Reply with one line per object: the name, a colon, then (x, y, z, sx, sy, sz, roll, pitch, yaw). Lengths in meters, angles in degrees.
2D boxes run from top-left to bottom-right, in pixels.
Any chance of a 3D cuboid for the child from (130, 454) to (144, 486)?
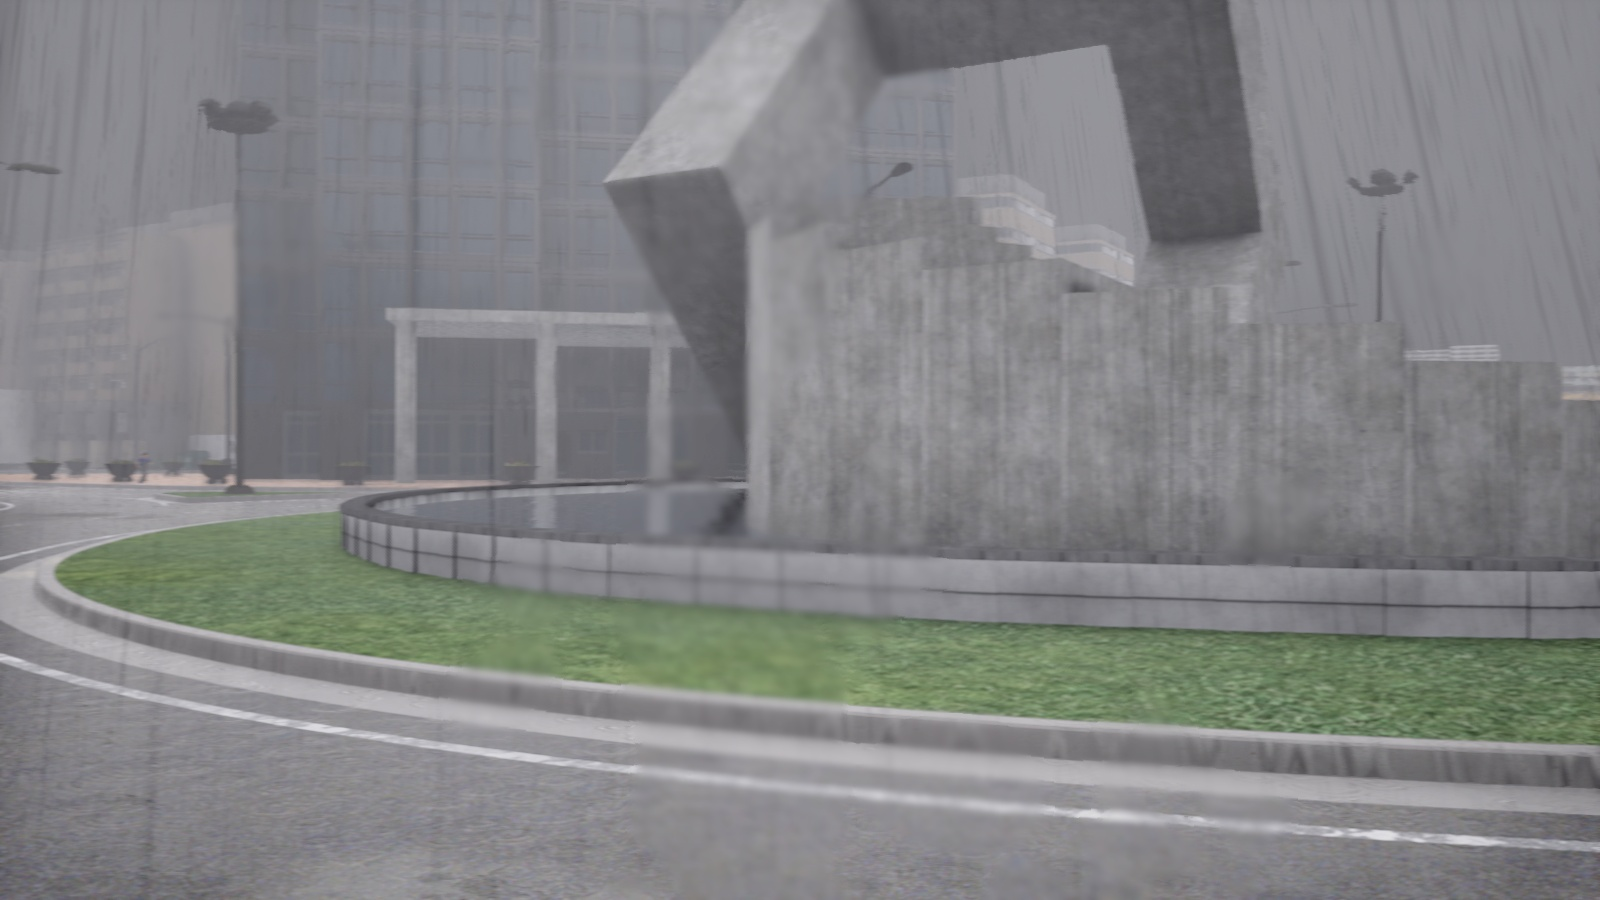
child: (-25.972, 0.772, 49.178, 0.437, 1.263, 0.270, 0, 0, 22)
